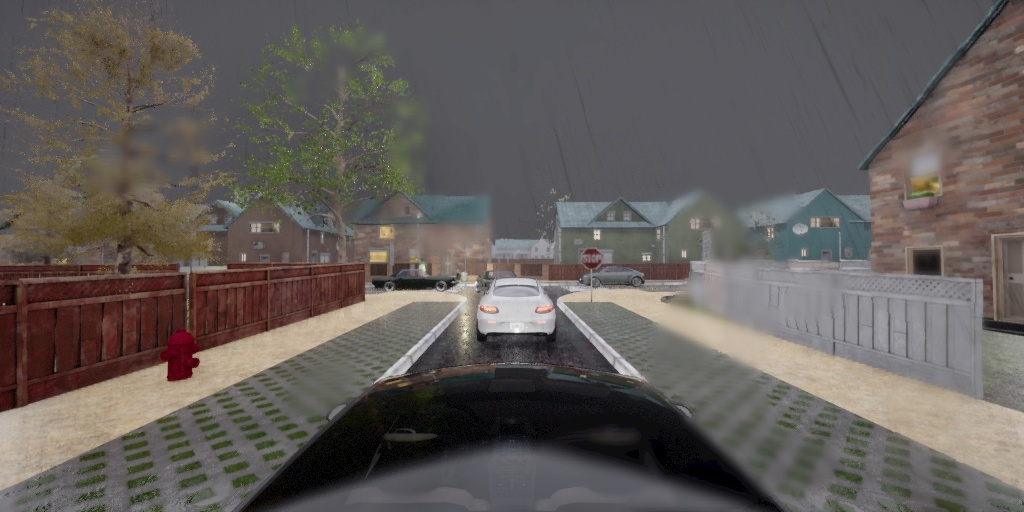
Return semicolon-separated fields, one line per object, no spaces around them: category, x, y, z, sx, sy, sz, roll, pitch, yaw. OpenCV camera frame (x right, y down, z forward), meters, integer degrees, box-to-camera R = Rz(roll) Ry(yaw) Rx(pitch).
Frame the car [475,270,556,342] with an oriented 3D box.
car;0.100;1.279;9.707;1.812;1.442;4.674;0;0;0

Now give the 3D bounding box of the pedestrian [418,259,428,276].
pedestrian;-6.711;1.118;26.793;0.375;1.860;0.375;0;-1;1

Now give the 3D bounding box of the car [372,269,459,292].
car;-5.490;1.416;20.909;4.718;1.301;1.895;-1;-1;1

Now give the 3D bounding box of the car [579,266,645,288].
car;6.529;1.344;23.704;4.181;1.385;1.994;0;-1;1
